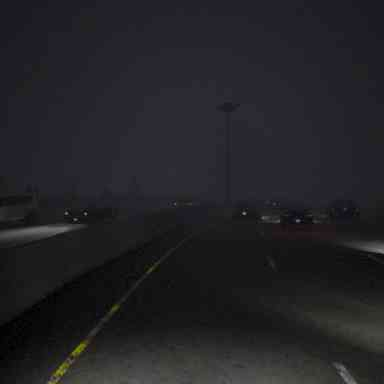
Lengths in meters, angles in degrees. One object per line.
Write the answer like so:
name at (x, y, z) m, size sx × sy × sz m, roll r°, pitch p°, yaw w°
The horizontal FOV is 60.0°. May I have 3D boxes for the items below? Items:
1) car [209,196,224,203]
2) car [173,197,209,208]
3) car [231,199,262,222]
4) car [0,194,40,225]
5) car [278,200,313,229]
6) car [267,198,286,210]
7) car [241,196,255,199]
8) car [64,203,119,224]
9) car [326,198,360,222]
car at (4.088, 1.458, 58.719) m, size 1.812 × 1.442 × 4.674 m, roll 0°, pitch 0°, yaw 30°
car at (-0.269, 1.269, 34.397) m, size 2.097 × 1.767 × 4.553 m, roll 0°, pitch 0°, yaw 21°
car at (4.285, 1.495, 25.633) m, size 1.994 × 1.385 × 4.181 m, roll 0°, pitch 0°, yaw 16°
car at (-11.741, 1.141, 20.333) m, size 2.150 × 2.045 × 5.566 m, roll 0°, pitch 0°, yaw 12°
car at (6.653, 1.466, 21.309) m, size 1.812 × 1.442 × 4.674 m, roll 0°, pitch 0°, yaw 14°
car at (10.812, 1.427, 41.470) m, size 2.163 × 1.488 × 4.792 m, roll 0°, pitch 0°, yaw 27°
car at (10.574, 1.466, 63.034) m, size 1.837 × 1.490 × 4.892 m, roll 0°, pitch 0°, yaw 30°
car at (-7.231, 1.521, 24.341) m, size 1.895 × 1.301 × 4.718 m, roll 0°, pitch 0°, yaw 15°
car at (11.835, 1.287, 26.260) m, size 2.097 × 1.767 × 4.553 m, roll 0°, pitch 0°, yaw 18°
